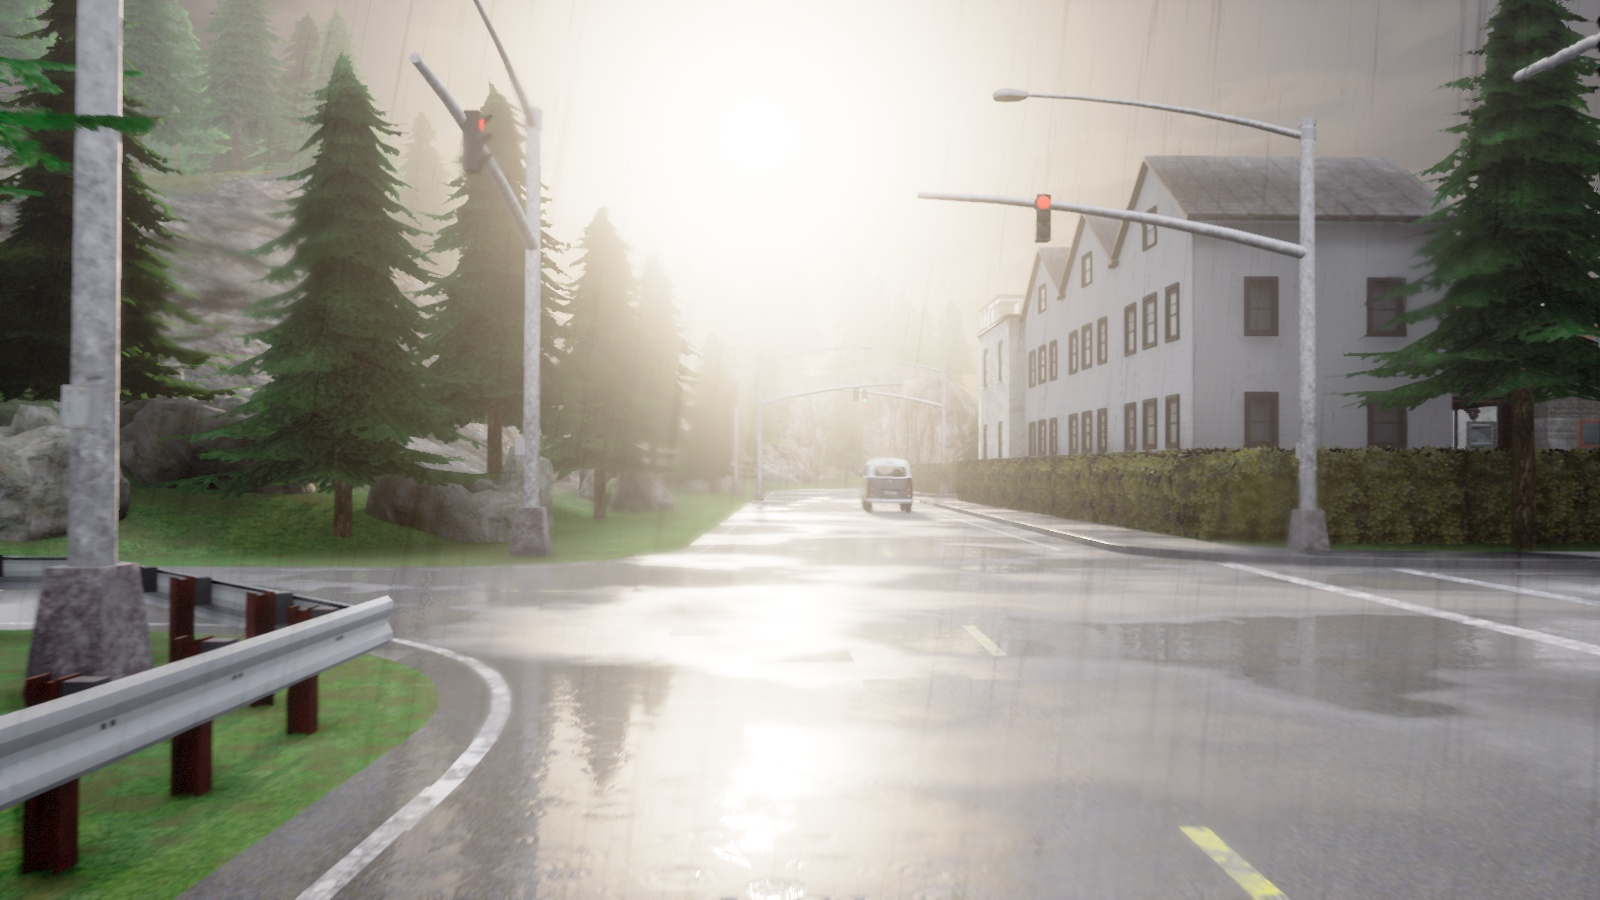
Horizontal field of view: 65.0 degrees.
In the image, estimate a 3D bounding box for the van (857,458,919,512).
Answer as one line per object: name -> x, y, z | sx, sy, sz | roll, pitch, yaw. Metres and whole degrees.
van -> 3.392, 1.347, 49.157 | 2.069, 2.038, 4.480 | 0, -1, 0
